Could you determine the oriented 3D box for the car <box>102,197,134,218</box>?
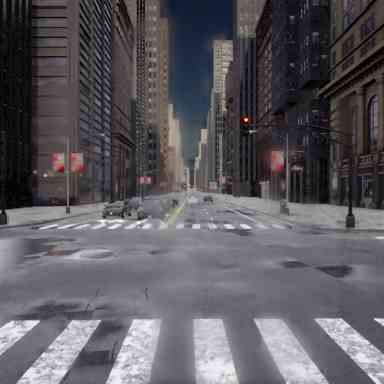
[{"bbox_3d":[-6.599,1.487,29.576,1.837,1.490,4.892,0,0,0],"label":"car"}]

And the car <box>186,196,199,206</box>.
[{"bbox_3d":[0.102,1.480,54.464,1.812,1.442,4.674,0,0,0],"label":"car"}]

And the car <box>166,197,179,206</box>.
[{"bbox_3d":[-3.311,1.551,56.499,1.895,1.301,4.718,0,0,0],"label":"car"}]

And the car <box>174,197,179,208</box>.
[{"bbox_3d":[-3.337,1.530,46.482,1.994,1.385,4.181,0,0,0],"label":"car"}]

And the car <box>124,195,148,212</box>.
[{"bbox_3d":[-6.595,1.325,39.730,2.097,1.767,4.553,0,0,0],"label":"car"}]

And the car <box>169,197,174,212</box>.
[{"bbox_3d":[-3.350,1.502,36.459,1.812,1.442,4.674,0,0,0],"label":"car"}]

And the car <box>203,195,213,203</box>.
[{"bbox_3d":[3.353,1.424,69.902,1.837,1.490,4.892,0,0,0],"label":"car"}]

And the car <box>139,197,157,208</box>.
[{"bbox_3d":[-6.586,1.509,50.027,2.033,1.411,5.357,0,0,0],"label":"car"}]

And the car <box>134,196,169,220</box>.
[{"bbox_3d":[-3.289,1.336,27.675,2.097,1.767,4.553,0,0,-2],"label":"car"}]

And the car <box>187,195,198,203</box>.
[{"bbox_3d":[0.103,1.467,69.814,2.033,1.411,5.357,0,0,0],"label":"car"}]
